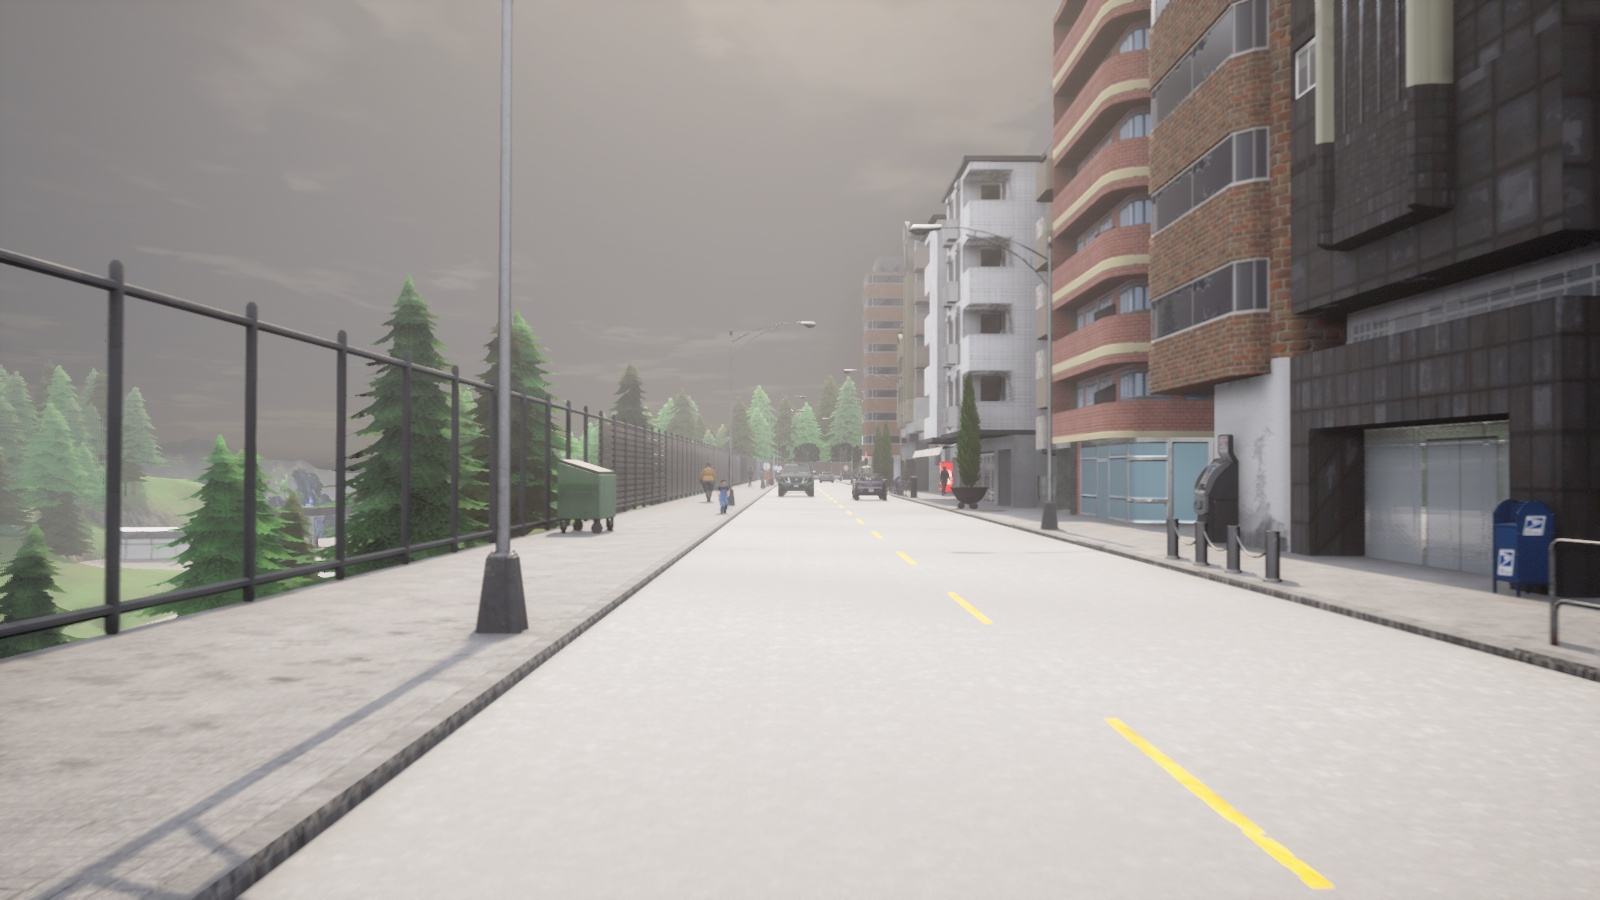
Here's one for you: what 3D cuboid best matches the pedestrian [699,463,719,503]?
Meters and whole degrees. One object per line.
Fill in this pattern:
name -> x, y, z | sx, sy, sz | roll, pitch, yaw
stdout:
pedestrian -> -4.213, 1.515, 58.176 | 0.874, 1.855, 0.900 | 0, -1, 0

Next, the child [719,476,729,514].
child -> -2.555, 1.522, 42.264 | 0.270, 1.263, 0.437 | 0, -1, -14

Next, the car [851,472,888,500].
car -> 3.804, 1.972, 69.219 | 1.816, 1.474, 4.193 | 0, -1, 0

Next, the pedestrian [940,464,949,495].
pedestrian -> 8.671, 1.752, 75.365 | 0.353, 1.847, 0.614 | 0, -1, -12

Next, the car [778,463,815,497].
car -> -0.219, 1.827, 77.232 | 2.150, 2.045, 5.566 | 0, -1, 0
